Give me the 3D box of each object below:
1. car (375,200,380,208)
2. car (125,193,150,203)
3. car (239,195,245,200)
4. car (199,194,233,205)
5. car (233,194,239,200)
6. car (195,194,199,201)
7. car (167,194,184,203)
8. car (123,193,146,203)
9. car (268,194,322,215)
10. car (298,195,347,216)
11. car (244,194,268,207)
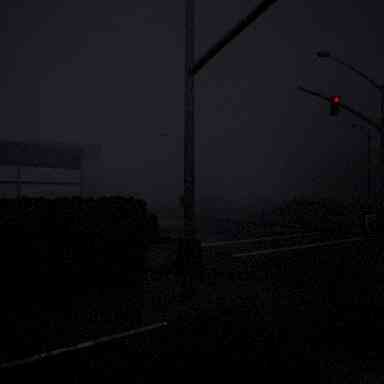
[{"bbox_3d":[25.525,1.384,43.097,3.806,1.475,1.970,0,0,-35],"label":"car"},{"bbox_3d":[-9.562,1.361,60.502,3.806,1.475,1.970,0,0,-35],"label":"car"},{"bbox_3d":[13.388,1.154,72.824,5.027,1.636,2.152,0,0,-35],"label":"car"},{"bbox_3d":[3.931,1.298,54.801,4.514,1.523,2.007,0,0,-35],"label":"car"},{"bbox_3d":[9.436,1.232,77.890,3.806,1.475,1.970,0,0,-35],"label":"car"},{"bbox_3d":[1.562,1.298,76.838,4.514,1.523,2.007,0,0,-35],"label":"car"},{"bbox_3d":[-2.644,1.097,65.405,4.605,1.855,1.932,0,0,-35],"label":"car"},{"bbox_3d":[-10.972,1.077,63.575,3.866,1.878,1.905,0,0,-35],"label":"car"},{"bbox_3d":[10.163,1.330,32.493,5.027,1.636,2.152,0,0,-35],"label":"car"},{"bbox_3d":[12.008,1.340,29.956,4.514,1.523,2.007,0,0,-35],"label":"car"},{"bbox_3d":[9.638,1.320,46.598,3.633,1.501,1.845,0,0,-35],"label":"car"}]
